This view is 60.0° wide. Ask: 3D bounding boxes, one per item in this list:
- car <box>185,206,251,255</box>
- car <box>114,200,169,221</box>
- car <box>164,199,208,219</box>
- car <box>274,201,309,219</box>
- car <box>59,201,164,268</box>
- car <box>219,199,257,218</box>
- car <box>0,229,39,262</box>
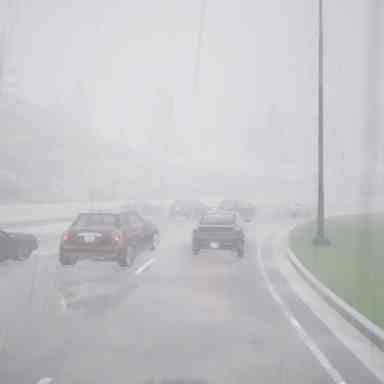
[{"bbox_3d":[1.239,1.510,13.349,1.837,1.490,4.892,-1,0,12],"label":"car"},{"bbox_3d":[-4.208,1.503,28.686,2.128,1.511,4.902,0,0,28],"label":"car"},{"bbox_3d":[-0.099,1.363,28.253,2.097,1.767,4.553,0,0,30],"label":"car"},{"bbox_3d":[8.650,1.536,28.837,1.812,1.442,4.674,0,0,38],"label":"car"},{"bbox_3d":[-2.610,1.356,11.574,2.097,1.767,4.553,0,0,8],"label":"car"},{"bbox_3d":[3.857,1.362,28.056,2.097,1.767,4.553,0,0,32],"label":"car"},{"bbox_3d":[-6.514,1.552,9.283,2.033,1.411,5.357,0,0,6],"label":"car"}]
